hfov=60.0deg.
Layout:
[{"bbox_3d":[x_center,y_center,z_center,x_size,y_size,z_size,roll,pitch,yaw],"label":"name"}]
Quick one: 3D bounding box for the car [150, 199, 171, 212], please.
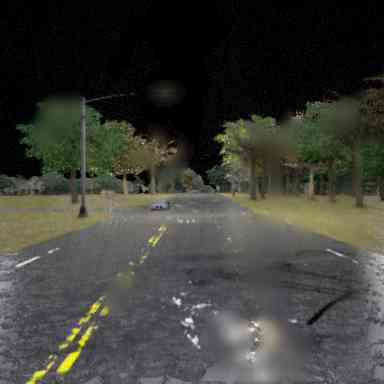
[{"bbox_3d":[-3.400,1.446,36.518,1.994,1.385,4.181,0,1,1],"label":"car"}]
